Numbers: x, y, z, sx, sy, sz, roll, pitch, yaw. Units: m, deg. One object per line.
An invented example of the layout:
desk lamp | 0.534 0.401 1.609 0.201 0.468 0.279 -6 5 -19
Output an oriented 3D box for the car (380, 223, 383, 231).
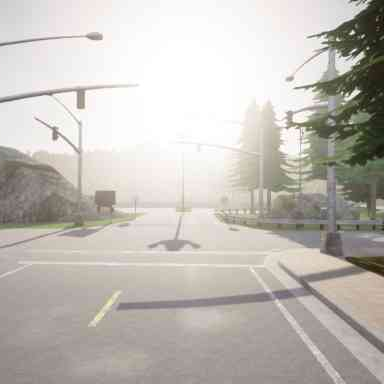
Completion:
car | 15.035 2.058 21.108 5.357 1.411 2.033 0 -1 -2
